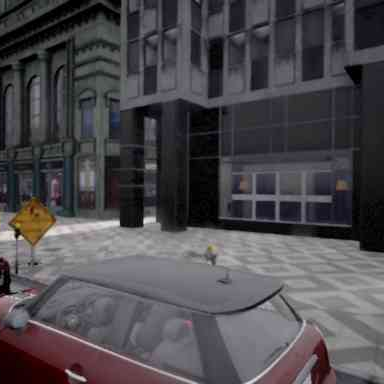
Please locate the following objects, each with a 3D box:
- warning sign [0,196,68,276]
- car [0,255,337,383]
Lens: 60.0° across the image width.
[{"bbox_3d":[-4.165,1.056,8.736,1.060,1.860,1.300,1,0,35],"label":"warning sign"},{"bbox_3d":[-0.774,1.422,3.503,4.097,1.590,1.967,0,0,35],"label":"car"}]
